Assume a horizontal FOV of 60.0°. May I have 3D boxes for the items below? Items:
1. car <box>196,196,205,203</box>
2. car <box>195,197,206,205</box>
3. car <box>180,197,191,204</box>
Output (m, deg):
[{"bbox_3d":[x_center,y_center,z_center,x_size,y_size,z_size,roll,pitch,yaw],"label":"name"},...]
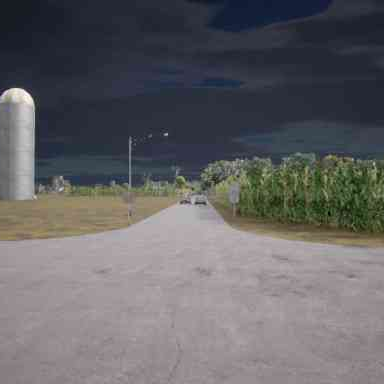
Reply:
[{"bbox_3d":[1.737,1.574,67.717,1.895,1.301,4.718,0,0,1],"label":"car"},{"bbox_3d":[1.486,1.546,57.684,1.994,1.385,4.181,0,0,1],"label":"car"},{"bbox_3d":[-1.159,1.543,61.923,1.994,1.385,4.181,0,0,1],"label":"car"}]
